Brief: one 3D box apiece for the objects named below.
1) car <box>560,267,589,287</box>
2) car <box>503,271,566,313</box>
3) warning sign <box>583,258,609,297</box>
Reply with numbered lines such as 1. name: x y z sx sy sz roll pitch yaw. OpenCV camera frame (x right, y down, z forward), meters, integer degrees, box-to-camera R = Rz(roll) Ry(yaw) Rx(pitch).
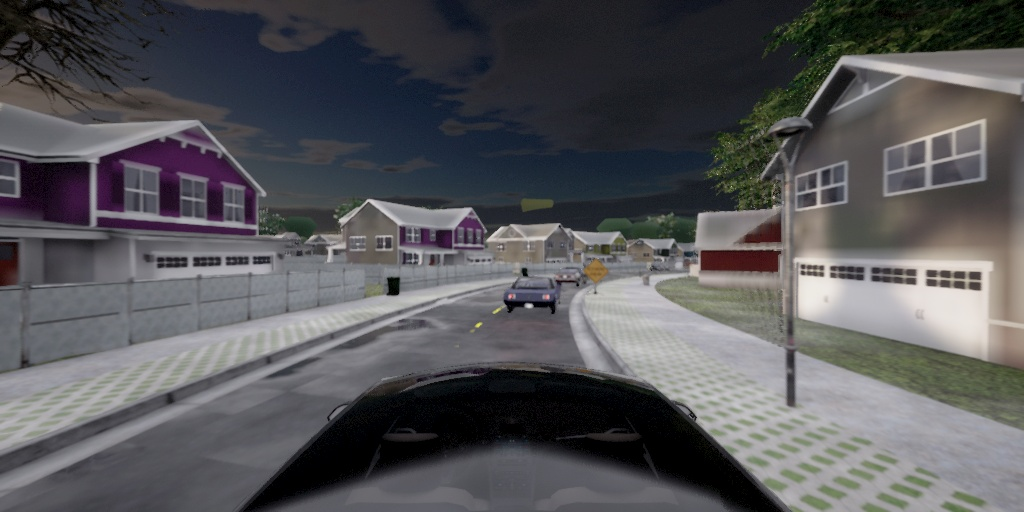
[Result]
1. car: 4.732 1.578 28.176 2.033 1.411 5.357 0 -1 22
2. car: 1.020 1.479 14.712 1.895 1.301 4.718 0 -1 11
3. warning sign: 4.207 1.040 18.069 1.300 1.860 1.060 0 0 13
